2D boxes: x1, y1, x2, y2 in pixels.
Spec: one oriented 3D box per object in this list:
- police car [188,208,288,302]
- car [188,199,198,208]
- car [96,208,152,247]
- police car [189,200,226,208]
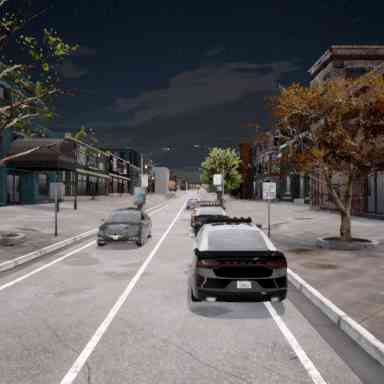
[{"bbox_3d":[0.931,1.441,8.465,1.930,1.638,5.238,0,0,0],"label":"police car"},{"bbox_3d":[0.991,1.400,24.325,2.097,1.767,4.553,0,0,0],"label":"car"},{"bbox_3d":[-2.943,1.535,15.281,1.837,1.490,4.892,0,0,0],"label":"car"},{"bbox_3d":[0.969,1.462,18.465,1.930,1.638,5.238,0,0,0],"label":"police car"}]
